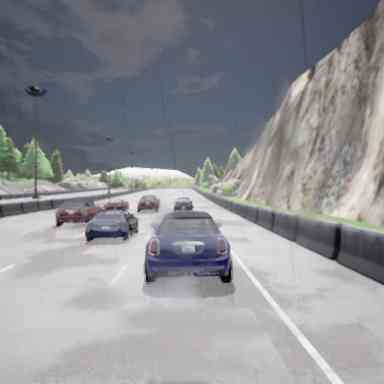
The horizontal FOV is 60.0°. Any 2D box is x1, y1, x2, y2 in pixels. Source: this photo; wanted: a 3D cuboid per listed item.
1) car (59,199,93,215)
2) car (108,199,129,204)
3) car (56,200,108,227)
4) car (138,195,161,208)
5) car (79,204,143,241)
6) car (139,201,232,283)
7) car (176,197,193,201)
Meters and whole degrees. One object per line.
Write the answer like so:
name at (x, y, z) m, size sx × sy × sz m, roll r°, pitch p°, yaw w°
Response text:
car at (-11.334, 1.424, 32.846) m, size 1.994 × 1.385 × 4.181 m, roll -1°, pitch 1°, yaw -2°
car at (-7.914, 1.380, 35.545) m, size 1.895 × 1.301 × 4.718 m, roll -1°, pitch 1°, yaw -2°
car at (-7.532, 1.294, 22.704) m, size 2.097 × 1.767 × 4.553 m, roll -1°, pitch 1°, yaw -2°
car at (-4.389, 1.104, 34.669) m, size 2.097 × 1.767 × 4.553 m, roll -1°, pitch 1°, yaw -2°
car at (-3.846, 1.521, 16.555) m, size 1.994 × 1.385 × 4.181 m, roll -1°, pitch 1°, yaw -2°
car at (-0.146, 1.314, 9.750) m, size 2.097 × 1.767 × 4.553 m, roll -1°, pitch 0°, yaw -2°
car at (-0.832, 1.264, 32.919) m, size 1.812 × 1.442 × 4.674 m, roll -1°, pitch 1°, yaw -2°
